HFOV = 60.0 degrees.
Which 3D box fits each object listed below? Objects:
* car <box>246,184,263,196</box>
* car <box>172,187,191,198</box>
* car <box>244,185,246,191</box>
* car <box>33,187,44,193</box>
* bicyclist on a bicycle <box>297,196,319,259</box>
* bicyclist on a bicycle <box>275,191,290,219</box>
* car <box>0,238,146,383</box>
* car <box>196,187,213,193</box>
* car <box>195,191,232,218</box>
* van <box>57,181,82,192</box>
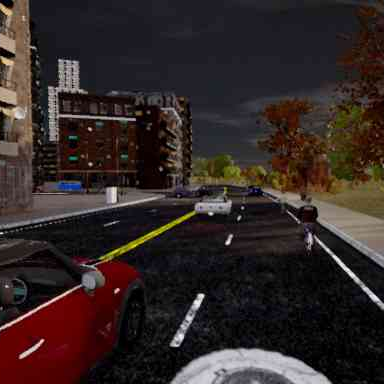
[{"bbox_3d":[9.371,-0.193,49.200,1.994,1.385,4.181,0,2,8],"label":"car"},{"bbox_3d":[-1.333,0.028,43.995,2.033,1.411,5.357,0,2,8],"label":"car"},{"bbox_3d":[11.828,-0.961,68.809,2.128,1.511,4.902,0,2,6],"label":"car"},{"bbox_3d":[-23.266,-0.405,47.019,4.206,1.307,1.802,0,1,-21],"label":"car"},{"bbox_3d":[3.431,1.007,9.923,0.659,1.776,1.843,0,2,11],"label":"bicyclist on a bicycle"},{"bbox_3d":[5.334,0.731,19.574,0.866,1.612,1.509,0,2,10],"label":"bicyclist on a bicycle"},{"bbox_3d":[-2.082,1.243,3.281,2.097,1.767,4.553,0,2,12],"label":"car"},{"bbox_3d":[1.673,0.087,42.346,1.994,1.385,4.181,0,2,10],"label":"car"},{"bbox_3d":[1.489,0.859,21.163,1.895,1.301,4.718,0,2,11],"label":"car"},{"bbox_3d":[-20.865,-0.976,56.876,3.998,1.788,1.690,0,1,-21],"label":"van"}]
